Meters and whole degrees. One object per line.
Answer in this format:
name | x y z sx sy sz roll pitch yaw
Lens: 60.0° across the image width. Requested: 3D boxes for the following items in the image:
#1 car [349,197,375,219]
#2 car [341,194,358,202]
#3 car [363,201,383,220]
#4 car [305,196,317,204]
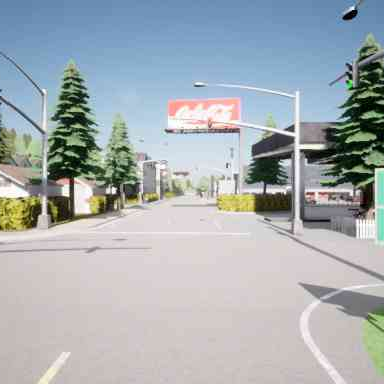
car | 14.356 1.504 24.998 3.866 1.878 1.905 0 0 0
car | 34.870 1.489 71.866 2.007 1.523 4.514 0 0 0
car | 18.679 1.672 30.670 4.611 1.667 2.242 0 0 0
car | 22.470 1.552 64.069 1.970 1.475 3.806 0 0 0
